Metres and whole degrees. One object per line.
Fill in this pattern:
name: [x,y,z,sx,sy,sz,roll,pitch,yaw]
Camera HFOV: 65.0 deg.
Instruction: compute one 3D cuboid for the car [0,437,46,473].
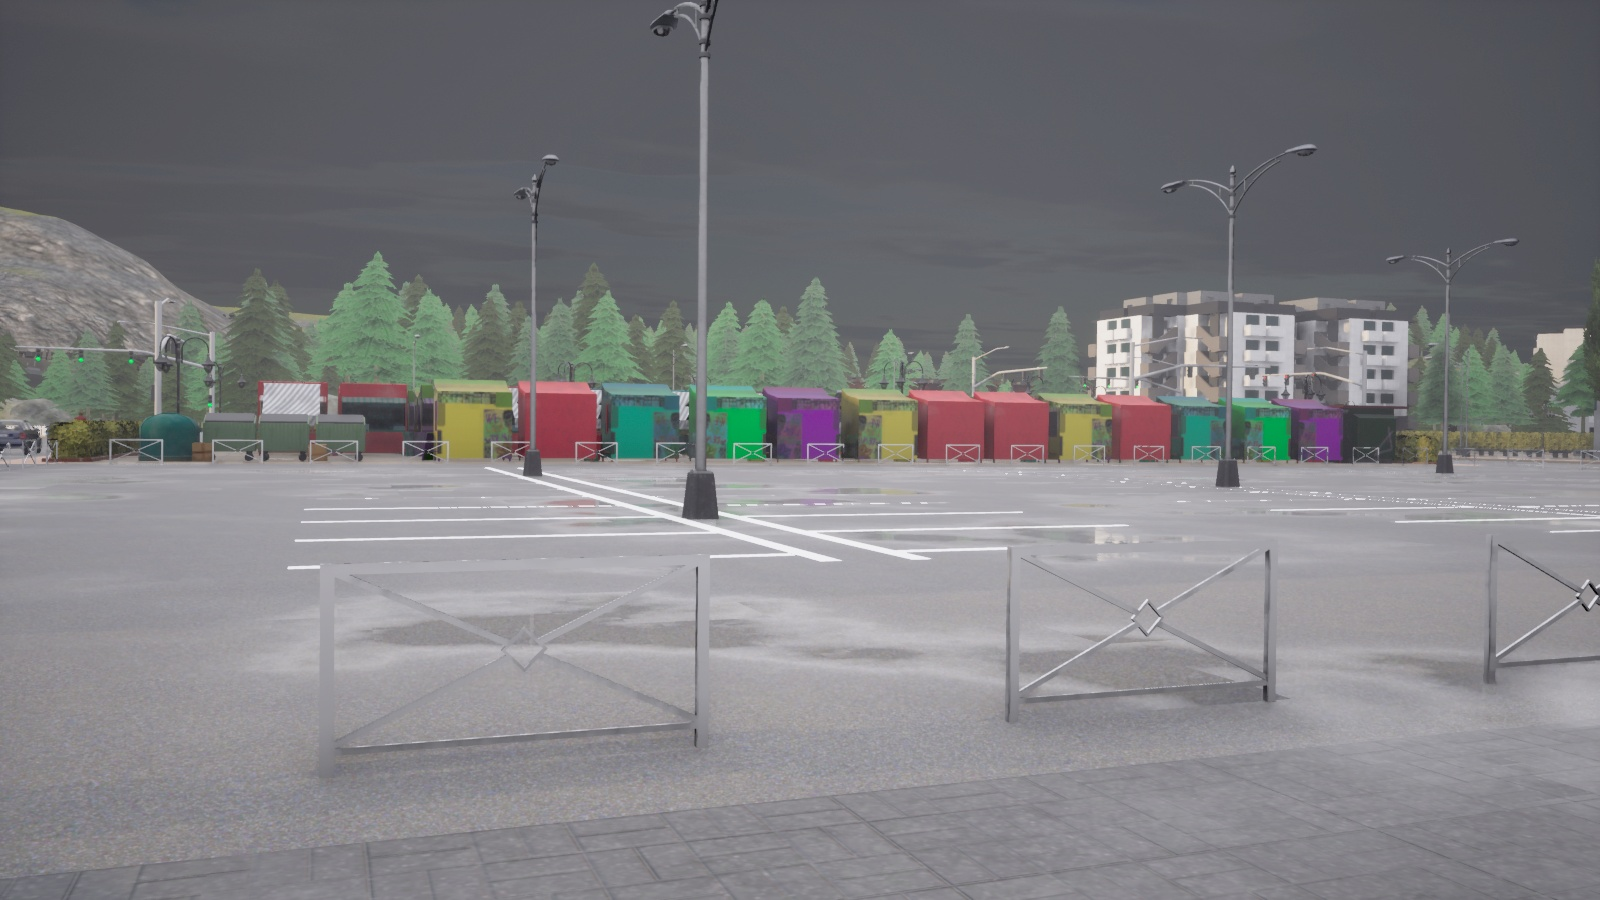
car: [-35.005,0.190,55.921,1.789,1.549,3.705,-1,1,-21]
